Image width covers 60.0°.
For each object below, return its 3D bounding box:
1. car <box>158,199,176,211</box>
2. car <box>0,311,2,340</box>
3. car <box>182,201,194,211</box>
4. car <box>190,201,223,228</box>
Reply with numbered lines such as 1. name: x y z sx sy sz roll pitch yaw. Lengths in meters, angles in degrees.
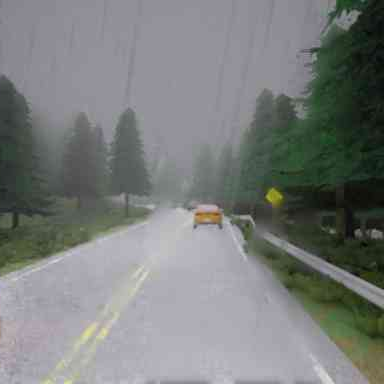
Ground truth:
1. car: -3.499 1.708 45.738 2.128 1.511 4.902 2 0 -15
2. car: -3.245 1.478 1.935 1.882 1.535 5.008 0 0 1
3. car: -0.067 1.862 45.806 1.994 1.385 4.181 2 -1 -13
4. car: 1.158 1.617 23.616 1.882 1.535 5.008 0 0 4
